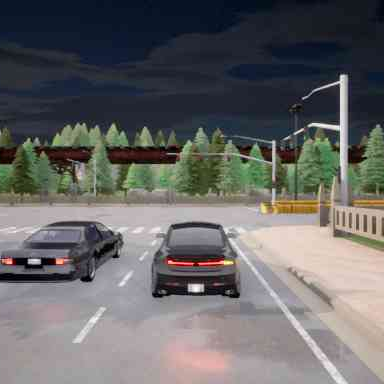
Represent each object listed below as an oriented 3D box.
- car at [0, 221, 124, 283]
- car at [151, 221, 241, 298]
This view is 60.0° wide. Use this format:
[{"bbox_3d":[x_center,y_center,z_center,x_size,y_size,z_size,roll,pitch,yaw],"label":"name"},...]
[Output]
[{"bbox_3d":[-3.385,1.547,9.682,2.033,1.411,5.357,0,0,0],"label":"car"},{"bbox_3d":[0.101,1.505,8.492,1.837,1.490,4.892,0,0,1],"label":"car"}]
